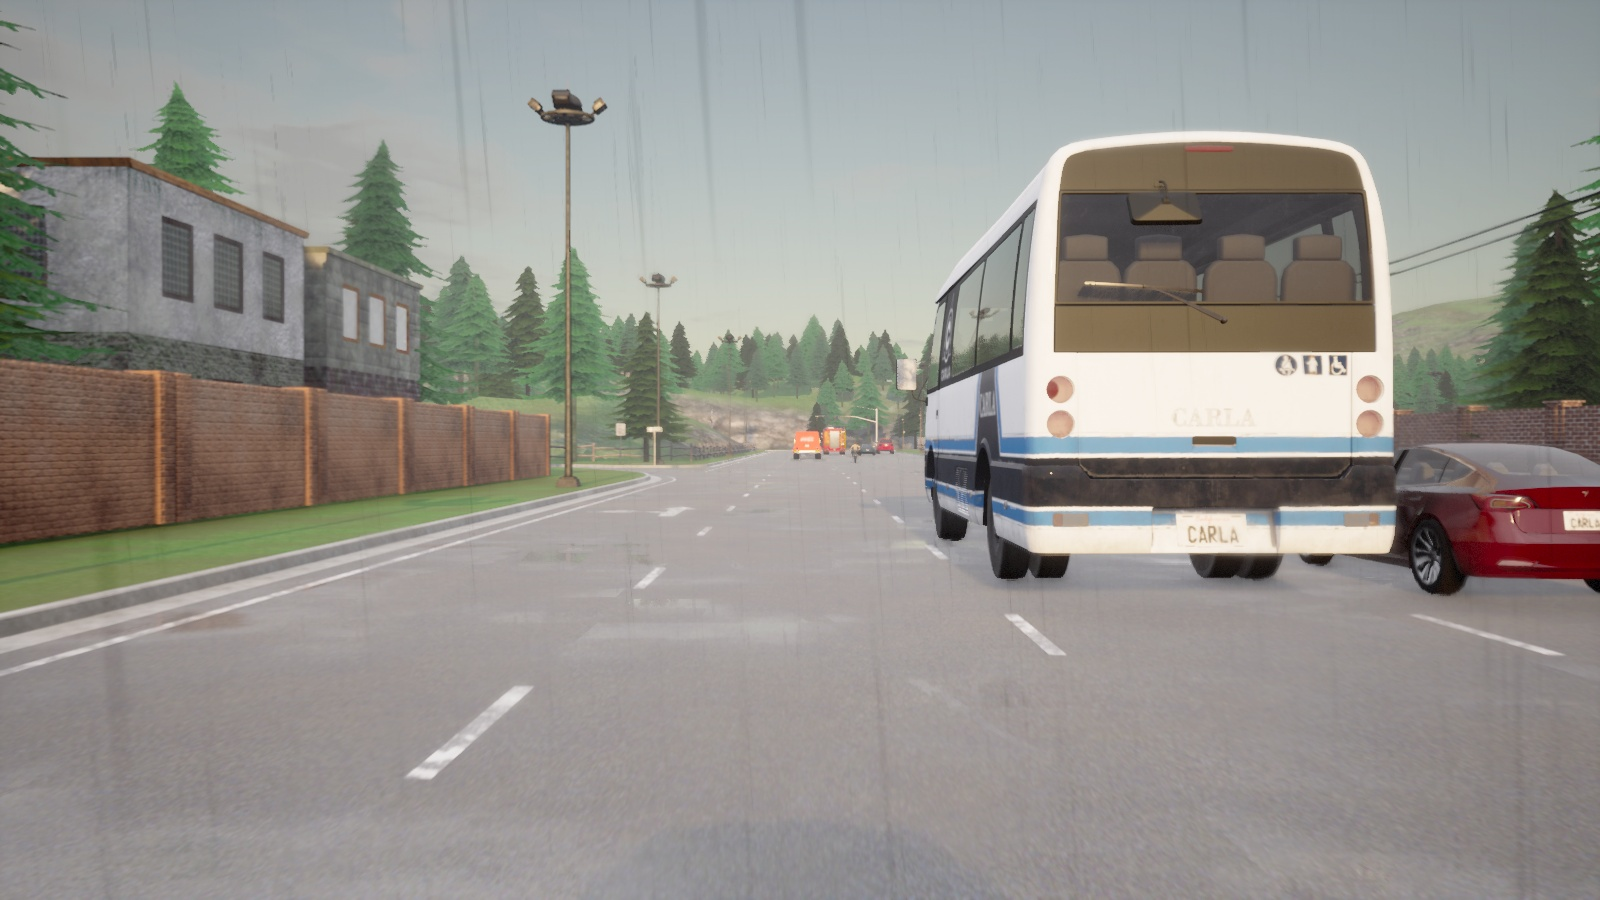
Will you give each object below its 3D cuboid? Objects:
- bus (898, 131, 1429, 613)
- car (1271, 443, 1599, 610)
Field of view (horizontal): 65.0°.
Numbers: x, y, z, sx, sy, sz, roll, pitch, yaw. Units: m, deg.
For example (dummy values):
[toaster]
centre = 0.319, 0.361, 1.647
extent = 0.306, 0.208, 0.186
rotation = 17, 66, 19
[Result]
[bus]
centre = 3.608, -0.719, 16.246
extent = 3.944, 4.253, 10.273
rotation = 0, 0, 0
[car]
centre = 7.093, 0.675, 13.650
extent = 2.163, 1.488, 4.792
rotation = 0, 0, 0
